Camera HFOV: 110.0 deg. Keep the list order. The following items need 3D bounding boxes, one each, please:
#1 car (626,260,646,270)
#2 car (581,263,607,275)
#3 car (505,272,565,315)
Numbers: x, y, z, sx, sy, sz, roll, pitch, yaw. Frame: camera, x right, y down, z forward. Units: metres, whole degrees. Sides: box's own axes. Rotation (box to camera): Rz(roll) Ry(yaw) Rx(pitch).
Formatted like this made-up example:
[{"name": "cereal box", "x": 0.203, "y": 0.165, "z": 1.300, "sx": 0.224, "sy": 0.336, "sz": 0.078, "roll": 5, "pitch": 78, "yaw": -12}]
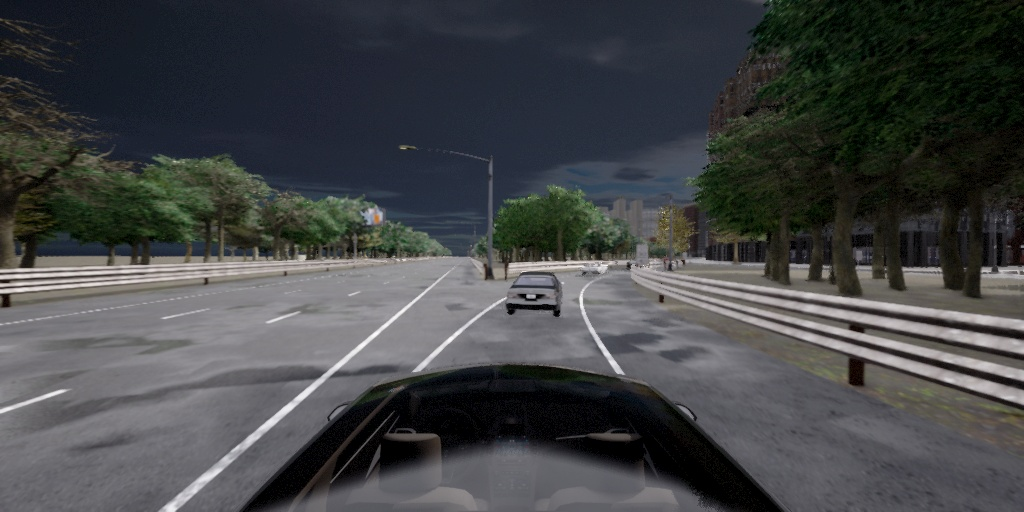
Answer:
[{"name": "car", "x": 19.077, "y": 1.340, "z": 54.833, "sx": 1.882, "sy": 1.535, "sz": 5.008, "roll": 0, "pitch": 0, "yaw": 36}, {"name": "car", "x": 9.120, "y": 1.406, "z": 39.317, "sx": 1.895, "sy": 1.301, "sz": 4.718, "roll": 0, "pitch": 0, "yaw": 27}, {"name": "car", "x": 0.978, "y": 1.307, "z": 13.655, "sx": 2.033, "sy": 1.411, "sz": 5.357, "roll": 0, "pitch": 0, "yaw": 9}]
